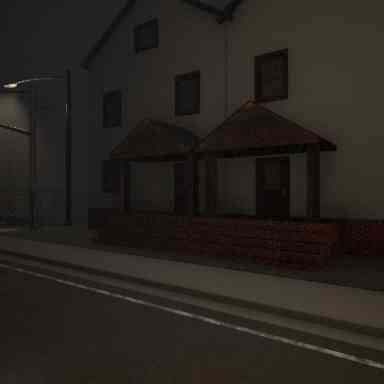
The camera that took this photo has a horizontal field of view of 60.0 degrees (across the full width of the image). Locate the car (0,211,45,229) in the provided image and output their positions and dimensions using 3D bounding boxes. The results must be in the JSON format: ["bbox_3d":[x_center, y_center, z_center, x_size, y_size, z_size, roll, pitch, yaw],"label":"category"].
[{"bbox_3d":[-15.586,2.488,29.646,2.128,1.511,4.902,0,-9,36],"label":"car"}]
